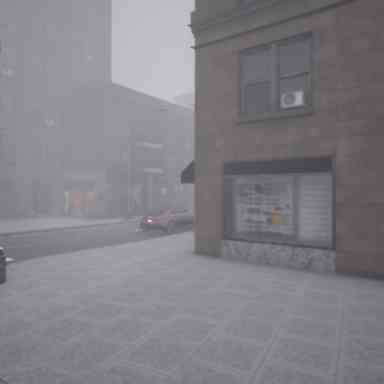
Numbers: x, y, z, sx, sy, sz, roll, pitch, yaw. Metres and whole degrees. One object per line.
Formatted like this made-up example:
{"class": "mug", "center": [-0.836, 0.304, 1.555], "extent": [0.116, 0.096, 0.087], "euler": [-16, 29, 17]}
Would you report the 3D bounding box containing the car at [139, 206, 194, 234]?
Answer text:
{"class": "car", "center": [-1.052, 1.493, 19.077], "extent": [1.994, 1.385, 4.181], "euler": [0, 0, 35]}
